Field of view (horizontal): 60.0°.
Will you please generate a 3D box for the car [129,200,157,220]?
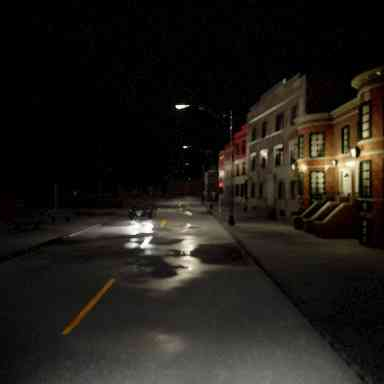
[{"bbox_3d":[-4.070,1.462,28.047,2.128,1.511,4.902,0,0,0],"label":"car"}]
